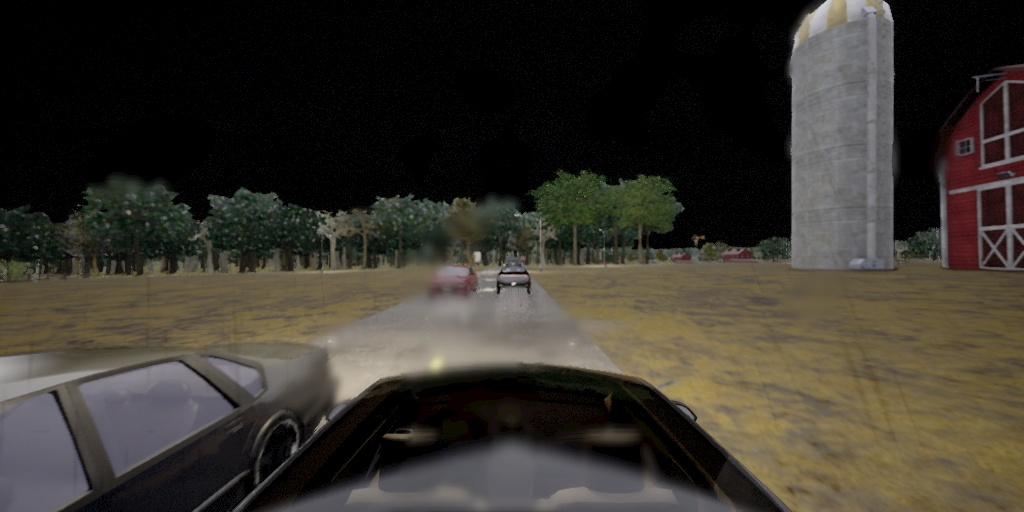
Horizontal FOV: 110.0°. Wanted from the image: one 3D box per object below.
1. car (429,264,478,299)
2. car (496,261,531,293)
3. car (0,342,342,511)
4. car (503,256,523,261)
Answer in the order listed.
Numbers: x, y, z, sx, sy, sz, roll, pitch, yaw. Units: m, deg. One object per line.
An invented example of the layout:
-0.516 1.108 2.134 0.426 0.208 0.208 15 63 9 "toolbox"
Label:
-2.802 1.200 17.984 1.882 1.535 5.008 0 0 0 "car"
0.088 1.216 20.592 2.128 1.511 4.902 0 0 0 "car"
-2.825 1.298 1.649 2.033 1.411 5.357 0 0 0 "car"
0.094 1.059 42.228 2.150 2.045 5.566 0 -1 0 "car"
